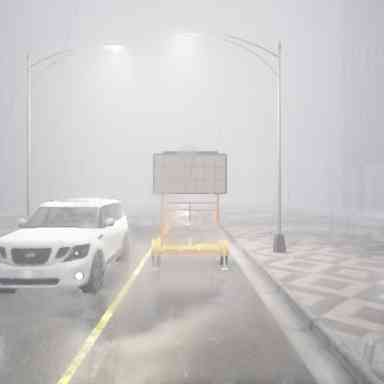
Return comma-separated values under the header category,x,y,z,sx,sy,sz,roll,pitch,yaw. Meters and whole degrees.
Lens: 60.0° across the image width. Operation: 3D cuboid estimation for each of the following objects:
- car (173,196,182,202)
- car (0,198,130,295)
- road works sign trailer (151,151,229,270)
category,x,y,z,sx,sy,sz,roll,pitch,yaw
car,-3.475,1.565,80.037,2.033,1.411,5.357,0,0,0
car,-3.153,1.222,9.110,2.150,2.045,5.566,0,0,0
road works sign trailer,-0.064,0.466,10.991,2.380,3.560,2.880,0,0,0
